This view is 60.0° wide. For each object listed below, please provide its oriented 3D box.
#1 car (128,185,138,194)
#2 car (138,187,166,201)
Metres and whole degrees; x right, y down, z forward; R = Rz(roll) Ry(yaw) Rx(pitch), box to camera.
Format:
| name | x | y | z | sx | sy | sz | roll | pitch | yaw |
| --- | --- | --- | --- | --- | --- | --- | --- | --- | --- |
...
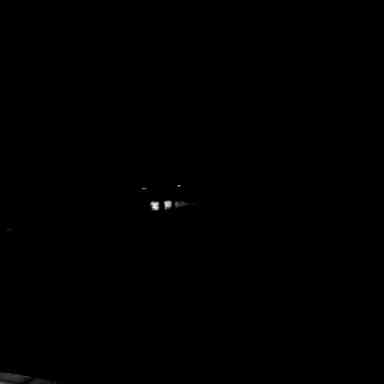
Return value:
| name | x | y | z | sx | sy | sz | roll | pitch | yaw |
| --- | --- | --- | --- | --- | --- | --- | --- | --- | --- |
| car | -8.837 | -0.358 | 48.932 | 4.902 | 1.511 | 2.128 | 2 | 3 | 34 |
| car | -4.324 | 0.173 | 38.110 | 2.128 | 1.511 | 4.902 | -2 | 3 | -19 |
